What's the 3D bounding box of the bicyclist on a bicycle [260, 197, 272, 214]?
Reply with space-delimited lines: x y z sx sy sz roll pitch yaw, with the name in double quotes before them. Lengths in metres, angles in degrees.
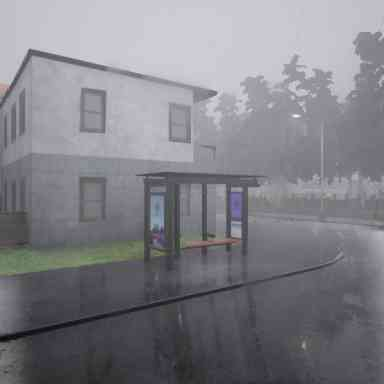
"bicyclist on a bicycle" 7.200 1.349 32.448 1.656 1.620 0.582 0 0 -35
